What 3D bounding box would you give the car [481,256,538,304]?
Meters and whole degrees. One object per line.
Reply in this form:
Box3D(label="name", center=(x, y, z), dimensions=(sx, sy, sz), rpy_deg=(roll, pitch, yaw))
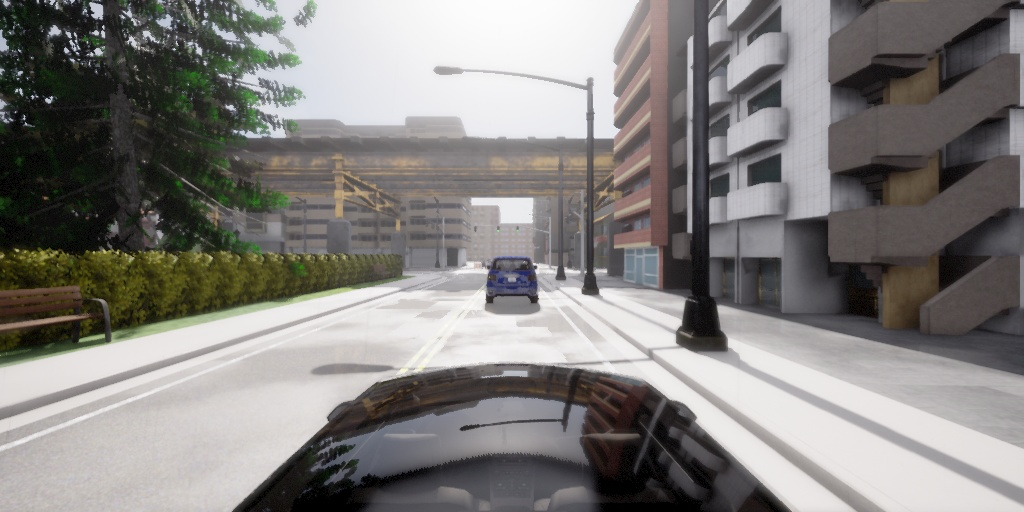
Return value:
Box3D(label="car", center=(0.000, 1.006, 16.530), dimensions=(2.150, 2.045, 5.566), rpy_deg=(0, 0, 0))
